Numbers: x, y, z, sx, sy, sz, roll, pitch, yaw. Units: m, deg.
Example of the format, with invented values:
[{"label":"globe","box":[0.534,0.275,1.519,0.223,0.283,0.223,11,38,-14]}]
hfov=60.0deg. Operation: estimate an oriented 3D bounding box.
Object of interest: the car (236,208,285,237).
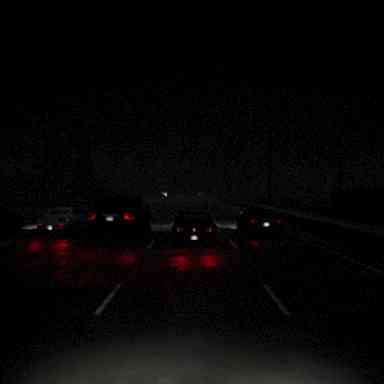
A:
[{"label":"car","box":[3.604,1.541,18.067,1.994,1.385,4.181,0,0,0]}]

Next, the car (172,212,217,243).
[{"label":"car","box":[0.102,1.581,15.871,1.895,1.301,4.718,0,0,0]}]

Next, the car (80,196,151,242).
[{"label":"car","box":[-3.397,1.201,16.434,2.150,2.045,5.566,0,0,0]}]

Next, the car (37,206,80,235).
[{"label":"car","box":[-6.896,1.503,18.471,1.812,1.442,4.674,0,0,0]}]

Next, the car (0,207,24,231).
[{"label":"car","box":[-10.660,1.483,17.520,1.837,1.490,4.892,0,0,-3]}]
